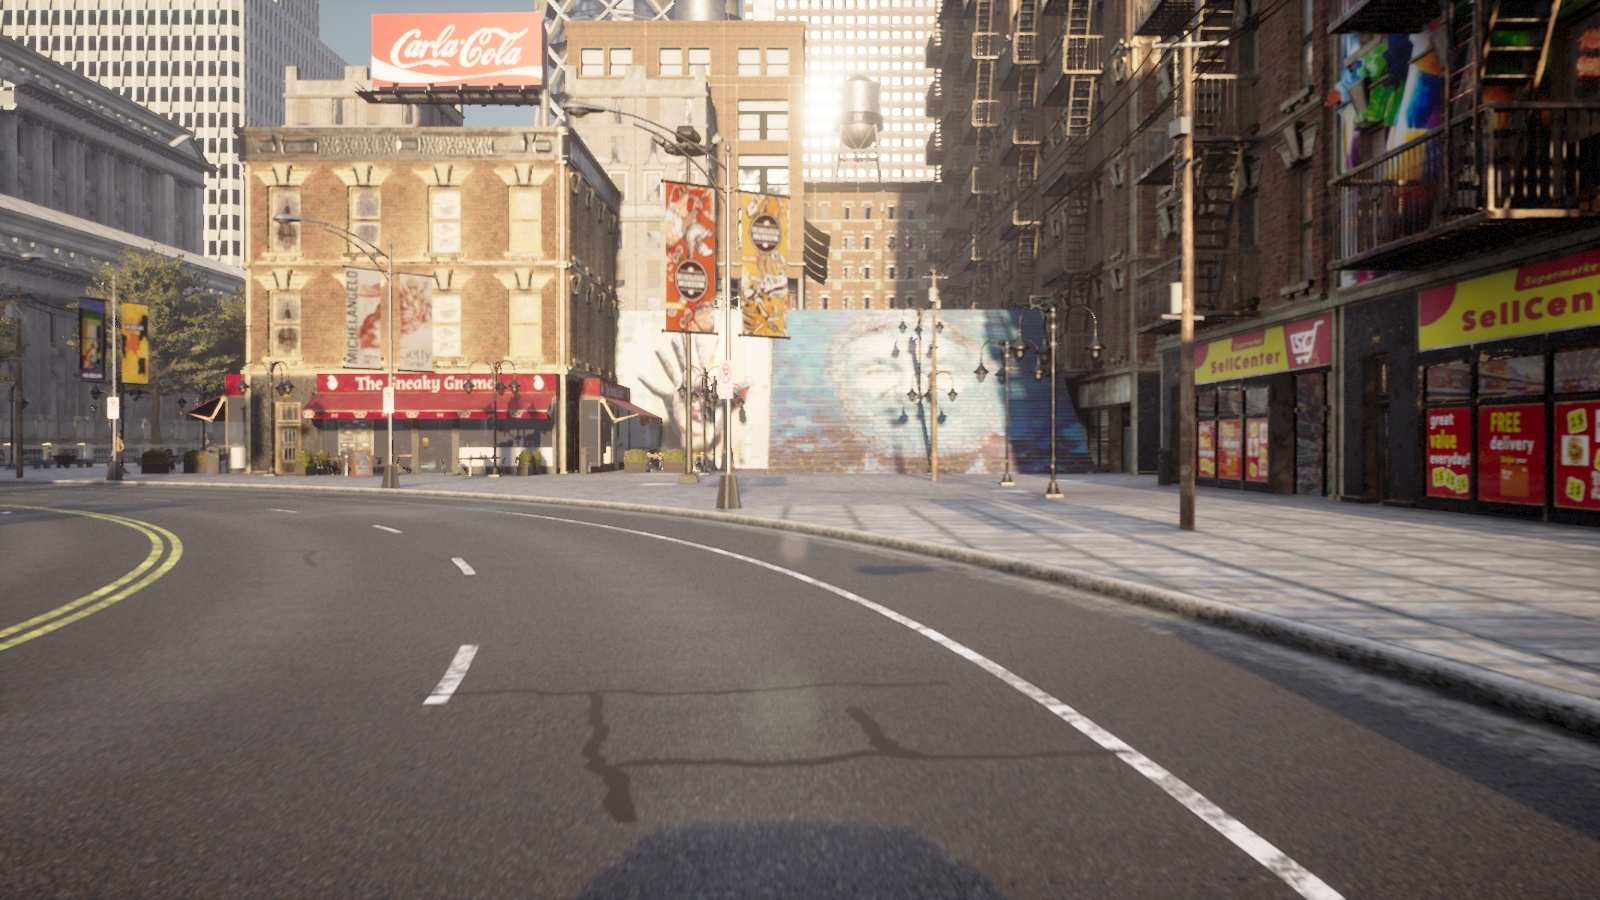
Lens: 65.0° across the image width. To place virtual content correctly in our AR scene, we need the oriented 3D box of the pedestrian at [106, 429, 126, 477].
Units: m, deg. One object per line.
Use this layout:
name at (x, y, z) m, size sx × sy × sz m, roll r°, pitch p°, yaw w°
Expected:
pedestrian at (-26.436, 0.116, 48.540) m, size 0.594 × 1.836 × 0.345 m, roll 0°, pitch 0°, yaw 17°
